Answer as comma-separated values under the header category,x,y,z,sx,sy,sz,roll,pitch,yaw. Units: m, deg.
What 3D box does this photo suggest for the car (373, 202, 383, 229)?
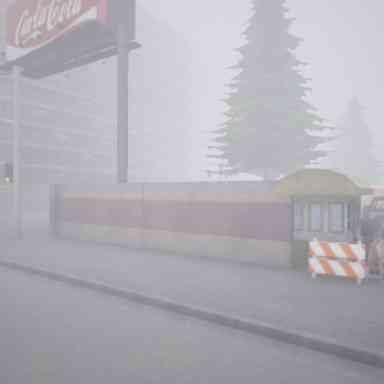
category,x,y,z,sx,sy,sz,roll,pitch,yaw
car,12.662,1.337,18.653,4.193,1.474,1.816,0,0,35

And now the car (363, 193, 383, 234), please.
category,x,y,z,sx,sy,sz,roll,pitch,yaw
car,10.720,1.147,16.597,3.866,1.878,1.905,0,0,35
